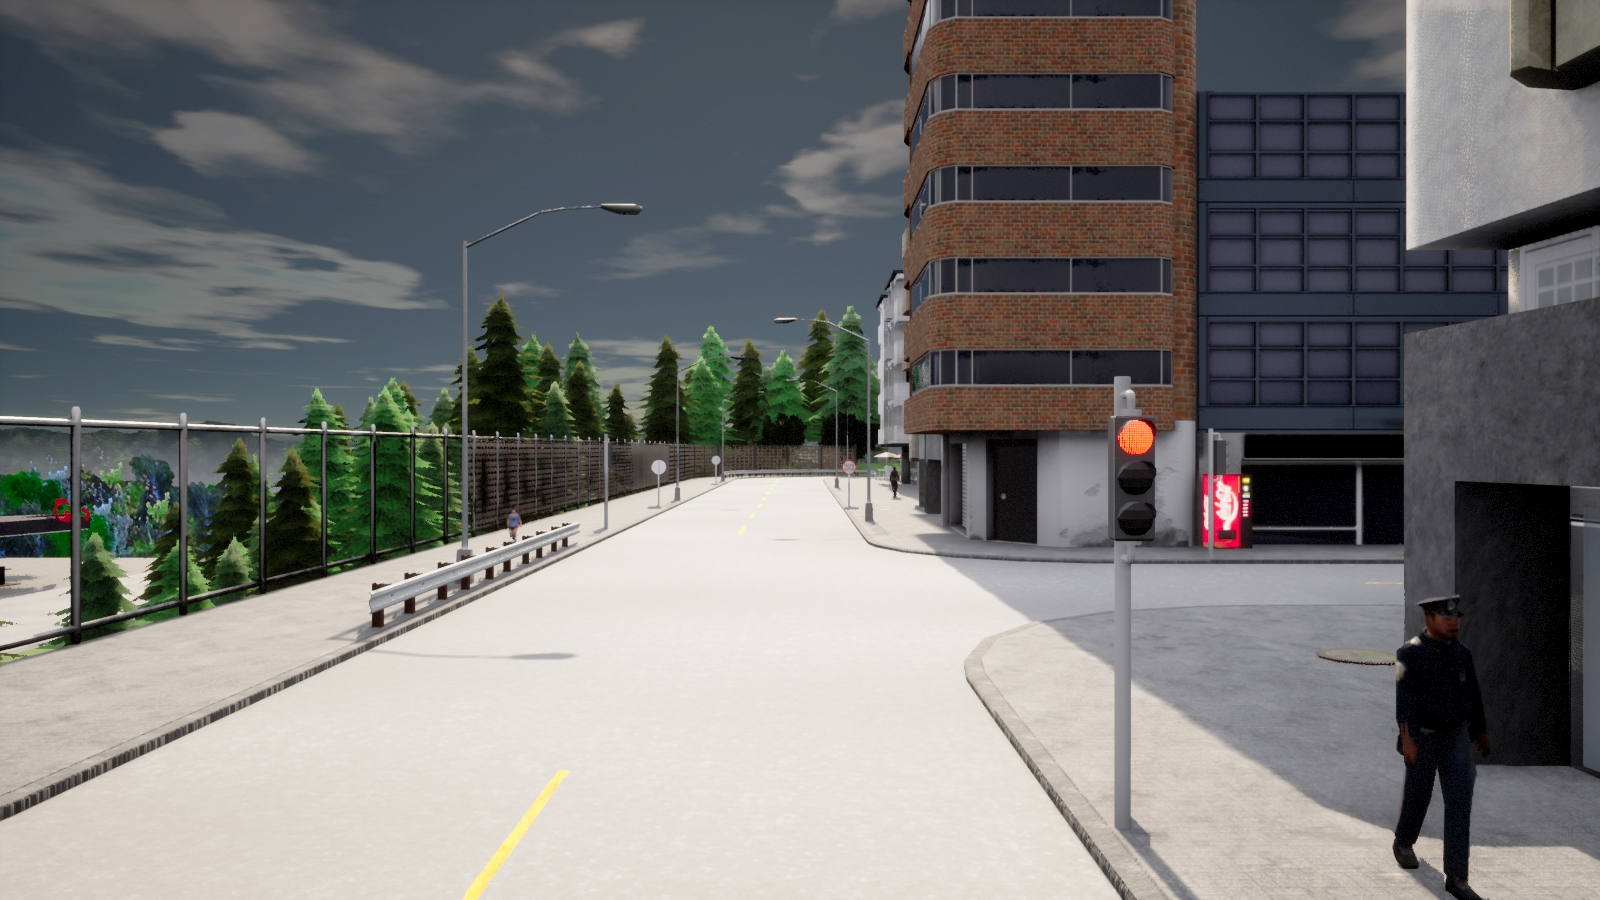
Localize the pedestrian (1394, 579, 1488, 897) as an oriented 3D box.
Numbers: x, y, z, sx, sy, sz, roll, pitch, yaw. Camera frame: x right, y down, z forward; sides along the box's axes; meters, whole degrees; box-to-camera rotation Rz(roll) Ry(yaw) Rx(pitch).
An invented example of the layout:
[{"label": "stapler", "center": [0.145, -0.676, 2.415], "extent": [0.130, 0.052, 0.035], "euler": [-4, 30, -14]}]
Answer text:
[{"label": "pedestrian", "center": [3.938, 1.743, 7.033], "extent": [0.375, 1.860, 0.375], "euler": [0, 0, 3]}]

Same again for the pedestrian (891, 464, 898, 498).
[{"label": "pedestrian", "center": [5.225, 1.719, 63.155], "extent": [0.375, 1.860, 0.375], "euler": [0, 0, 3]}]

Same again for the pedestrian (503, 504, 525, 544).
[{"label": "pedestrian", "center": [-8.148, 2.112, 32.548], "extent": [0.500, 1.100, 0.500], "euler": [0, 0, 0]}]
